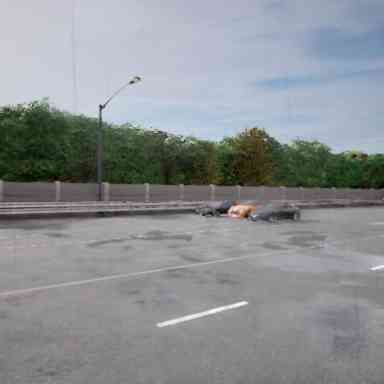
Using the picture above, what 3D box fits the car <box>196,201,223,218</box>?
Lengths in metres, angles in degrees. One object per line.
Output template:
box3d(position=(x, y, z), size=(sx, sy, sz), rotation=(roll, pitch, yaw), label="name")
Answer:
box3d(position=(2.963, 1.580, 32.102), size=(5.357, 1.411, 2.033), rotation=(-2, 1, -36), label="car")

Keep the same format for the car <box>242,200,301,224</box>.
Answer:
box3d(position=(6.548, 1.614, 26.023), size=(4.892, 1.490, 1.837), rotation=(0, 0, -36), label="car")

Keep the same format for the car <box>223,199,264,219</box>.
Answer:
box3d(position=(5.389, 1.467, 29.518), size=(4.553, 1.767, 2.097), rotation=(0, 0, -36), label="car")
